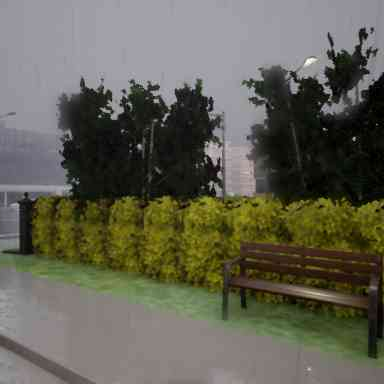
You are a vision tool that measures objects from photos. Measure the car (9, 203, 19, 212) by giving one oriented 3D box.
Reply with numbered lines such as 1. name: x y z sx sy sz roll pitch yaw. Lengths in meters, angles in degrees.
1. car: -18.543 1.502 38.297 1.812 1.442 4.674 0 0 33
